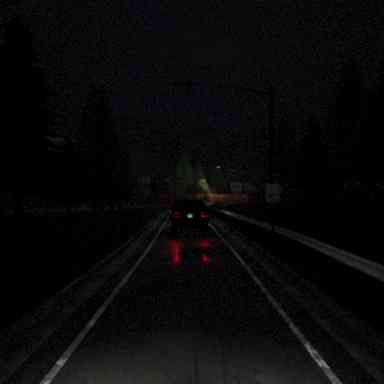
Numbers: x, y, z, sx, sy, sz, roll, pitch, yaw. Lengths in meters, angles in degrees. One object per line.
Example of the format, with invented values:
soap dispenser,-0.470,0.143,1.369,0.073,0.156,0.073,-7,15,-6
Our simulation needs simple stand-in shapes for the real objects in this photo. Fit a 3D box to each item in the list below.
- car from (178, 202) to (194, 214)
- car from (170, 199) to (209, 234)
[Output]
car,-0.725,1.991,41.793,1.994,1.385,4.181,0,-1,0
car,-0.173,1.439,20.969,2.150,2.045,5.566,0,0,-2
